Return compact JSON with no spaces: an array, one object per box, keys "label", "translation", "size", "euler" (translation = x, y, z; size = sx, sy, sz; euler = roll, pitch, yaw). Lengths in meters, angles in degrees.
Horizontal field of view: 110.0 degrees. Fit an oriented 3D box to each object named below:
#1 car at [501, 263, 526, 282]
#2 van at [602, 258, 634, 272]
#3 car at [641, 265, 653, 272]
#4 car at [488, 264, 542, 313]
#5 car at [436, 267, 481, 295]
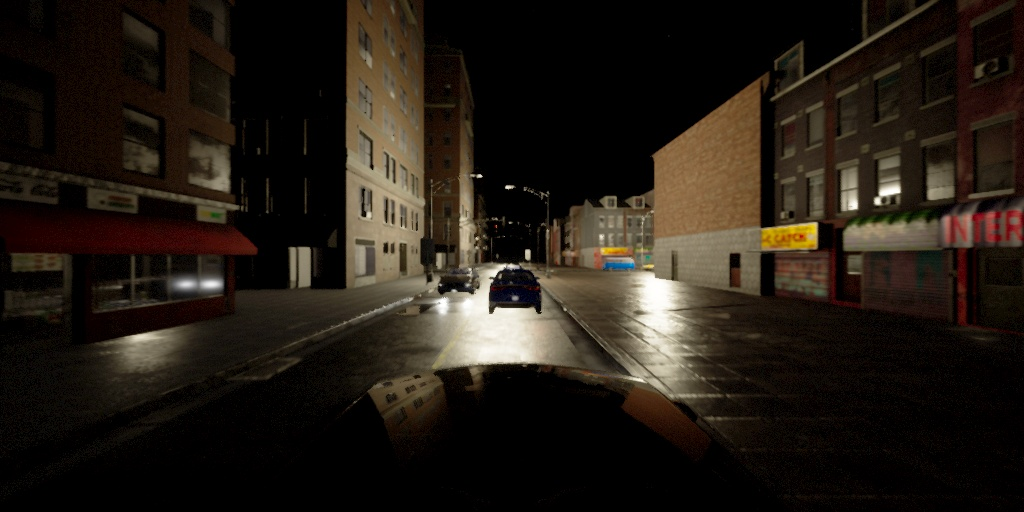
[{"label":"car","translation":[0.107,1.350,30.268],"size":[1.994,1.385,4.181],"euler":[0,0,0]},{"label":"van","translation":[13.750,1.145,46.356],"size":[3.998,1.789,1.690],"euler":[0,0,0]},{"label":"car","translation":[19.191,1.326,46.346],"size":[4.829,1.417,1.751],"euler":[0,0,0]},{"label":"car","translation":[0.105,1.243,14.187],"size":[1.882,1.535,5.008],"euler":[0,0,0]},{"label":"car","translation":[-2.801,1.320,20.115],"size":[2.033,1.411,5.357],"euler":[0,0,0]}]
